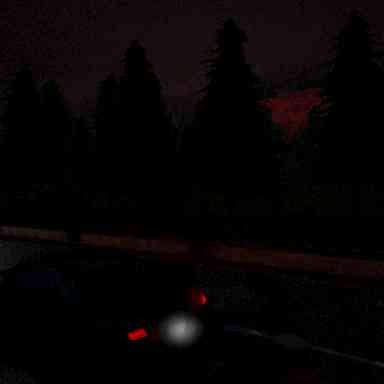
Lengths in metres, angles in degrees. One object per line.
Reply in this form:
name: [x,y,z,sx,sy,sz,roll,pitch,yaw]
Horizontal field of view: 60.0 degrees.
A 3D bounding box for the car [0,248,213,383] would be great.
car: [-1.798,1.563,4.936,4.181,1.385,1.994,0,0,34]
